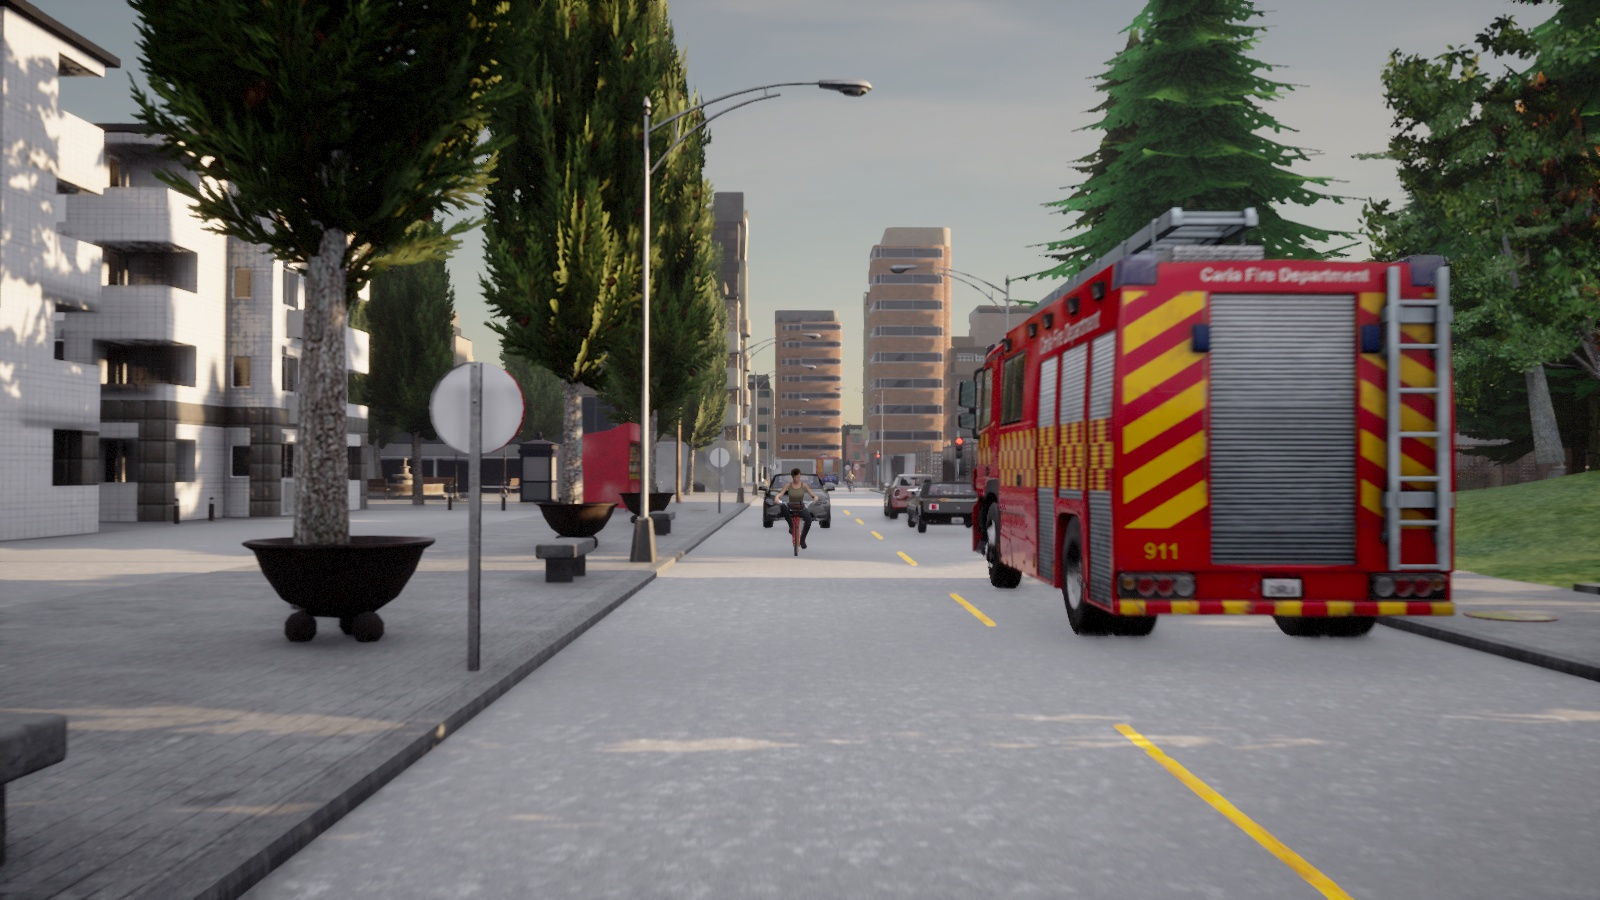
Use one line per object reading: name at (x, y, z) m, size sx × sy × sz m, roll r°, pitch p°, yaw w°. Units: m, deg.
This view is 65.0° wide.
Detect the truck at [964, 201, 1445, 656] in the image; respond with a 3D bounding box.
truck at (3.963, -0.118, 14.831) m, size 2.891 × 3.827 × 8.468 m, roll 0°, pitch -1°, yaw 0°

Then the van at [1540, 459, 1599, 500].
van at (39.142, 1.445, 61.772) m, size 4.442 × 1.987 × 1.775 m, roll 0°, pitch -1°, yaw -1°

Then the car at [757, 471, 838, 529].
car at (-0.085, 1.364, 35.441) m, size 2.128 × 1.511 × 4.902 m, roll 0°, pitch -1°, yaw 0°

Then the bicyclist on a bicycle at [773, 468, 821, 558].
bicyclist on a bicycle at (-0.060, 1.140, 23.228) m, size 0.866 × 1.612 × 1.509 m, roll 0°, pitch -1°, yaw 0°

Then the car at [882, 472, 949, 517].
car at (3.875, 1.479, 42.704) m, size 1.970 × 1.475 × 3.806 m, roll 0°, pitch -1°, yaw 1°

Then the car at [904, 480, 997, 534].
car at (3.924, 1.459, 33.460) m, size 1.895 × 1.301 × 4.718 m, roll 0°, pitch -1°, yaw 0°
